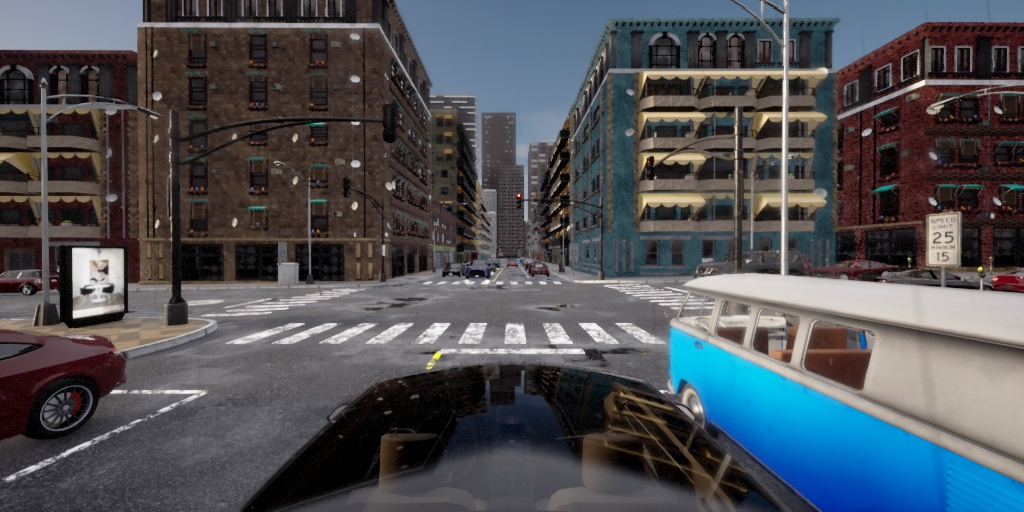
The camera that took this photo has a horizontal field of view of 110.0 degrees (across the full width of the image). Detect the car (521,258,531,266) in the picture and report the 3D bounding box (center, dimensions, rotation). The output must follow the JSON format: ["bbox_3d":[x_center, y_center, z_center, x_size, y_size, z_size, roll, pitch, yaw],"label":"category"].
[{"bbox_3d":[2.746,1.305,51.743,1.888,1.381,4.507,0,0,0],"label":"car"}]

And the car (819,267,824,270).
[{"bbox_3d":[15.796,0.781,22.318,5.009,1.841,2.192,0,0,0],"label":"car"}]

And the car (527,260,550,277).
[{"bbox_3d":[2.727,1.334,35.173,1.802,1.307,4.207,0,0,0],"label":"car"}]

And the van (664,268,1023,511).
[{"bbox_3d":[2.690,1.091,2.779,1.690,1.789,3.998,0,0,0],"label":"van"}]

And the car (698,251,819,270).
[{"bbox_3d":[13.020,0.748,19.678,5.566,2.045,2.150,-1,0,-1],"label":"car"}]

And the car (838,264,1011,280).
[{"bbox_3d":[15.808,1.097,13.937,4.313,1.339,1.948,0,0,0],"label":"car"}]

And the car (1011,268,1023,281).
[{"bbox_3d":[21.378,1.033,13.971,4.207,1.307,1.802,0,0,0],"label":"car"}]

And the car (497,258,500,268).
[{"bbox_3d":[-3.008,1.117,59.300,2.097,1.767,4.553,0,0,0],"label":"car"}]

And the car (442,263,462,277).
[{"bbox_3d":[-5.654,1.318,35.194,1.948,1.339,4.313,0,0,0],"label":"car"}]

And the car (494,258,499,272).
[{"bbox_3d":[-3.049,1.321,45.169,1.994,1.385,4.181,0,0,0],"label":"car"}]

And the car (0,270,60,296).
[{"bbox_3d":[-30.238,1.574,22.169,4.097,1.591,1.967,0,0,0],"label":"car"}]

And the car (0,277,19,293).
[{"bbox_3d":[-22.380,1.637,13.577,4.403,1.370,2.007,0,0,0],"label":"car"}]

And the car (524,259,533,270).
[{"bbox_3d":[2.734,1.320,40.696,1.948,1.339,4.313,0,0,0],"label":"car"}]

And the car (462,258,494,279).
[{"bbox_3d":[-3.005,1.104,32.437,2.097,1.767,4.553,0,0,-1],"label":"car"}]

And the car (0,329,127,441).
[{"bbox_3d":[-5.691,1.332,2.789,1.802,1.307,4.207,0,0,0],"label":"car"}]

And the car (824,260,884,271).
[{"bbox_3d":[21.366,0.930,22.351,4.507,1.381,1.888,0,0,0],"label":"car"}]
